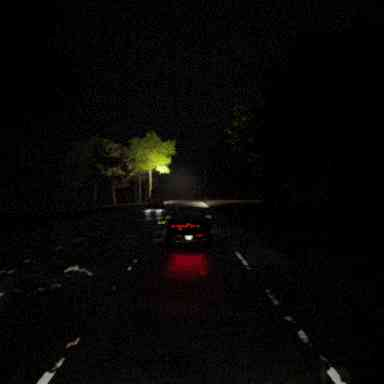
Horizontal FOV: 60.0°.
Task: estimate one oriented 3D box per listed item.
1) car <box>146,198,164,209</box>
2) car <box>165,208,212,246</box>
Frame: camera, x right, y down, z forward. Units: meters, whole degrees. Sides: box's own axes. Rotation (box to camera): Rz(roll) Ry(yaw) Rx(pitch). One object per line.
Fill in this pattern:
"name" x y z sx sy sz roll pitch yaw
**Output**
"car" -5.176 1.636 47.386 1.812 1.442 4.674 -1 0 6
"car" -0.154 1.505 15.297 1.837 1.490 4.892 -1 0 -1
